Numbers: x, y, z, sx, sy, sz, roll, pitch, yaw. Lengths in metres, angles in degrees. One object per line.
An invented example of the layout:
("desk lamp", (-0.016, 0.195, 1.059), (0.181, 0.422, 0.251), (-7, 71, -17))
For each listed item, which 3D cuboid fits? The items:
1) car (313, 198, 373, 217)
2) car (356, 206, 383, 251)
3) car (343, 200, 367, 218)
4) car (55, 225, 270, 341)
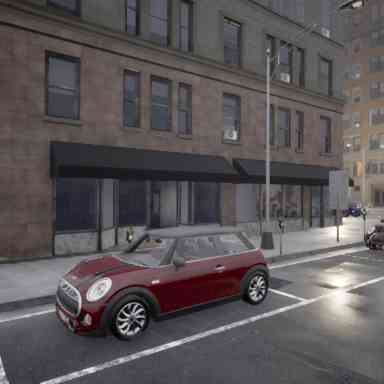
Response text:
("car", (14.420, 1.416, 32.040), (2.128, 1.511, 4.902), (1, 0, -36))
("car", (8.487, 1.445, 12.863), (4.097, 1.590, 1.967), (0, 0, -36))
("car", (12.293, 1.123, 29.443), (2.150, 2.045, 5.566), (1, 0, -36))
("car", (-0.438, 1.441, 6.456), (4.097, 1.590, 1.967), (0, 0, -36))
